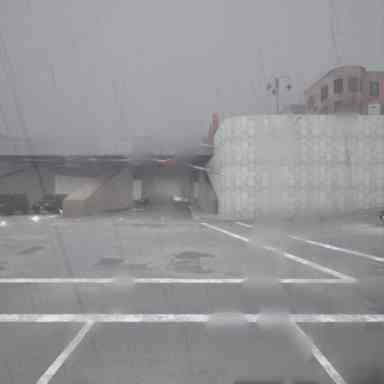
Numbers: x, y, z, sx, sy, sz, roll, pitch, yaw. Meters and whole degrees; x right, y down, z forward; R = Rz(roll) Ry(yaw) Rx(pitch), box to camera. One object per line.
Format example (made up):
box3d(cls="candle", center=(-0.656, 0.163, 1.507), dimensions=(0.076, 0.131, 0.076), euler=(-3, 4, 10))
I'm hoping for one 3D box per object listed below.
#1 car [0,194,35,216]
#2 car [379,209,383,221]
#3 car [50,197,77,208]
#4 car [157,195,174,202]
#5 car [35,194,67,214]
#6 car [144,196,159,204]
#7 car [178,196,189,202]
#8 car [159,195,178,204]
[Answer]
box3d(cls="car", center=(-18.349, 1.219, 33.298), dimensions=(2.150, 2.045, 5.566), euler=(0, 0, -2))
box3d(cls="car", center=(12.783, 0.873, 18.231), dimensions=(4.674, 1.442, 1.812), euler=(-7, 0, -1))
box3d(cls="car", center=(-18.752, 1.487, 48.676), dimensions=(2.128, 1.511, 4.902), euler=(0, 0, -1))
box3d(cls="car", center=(-5.967, 1.500, 75.436), dimensions=(1.837, 1.490, 4.892), euler=(0, 0, 24))
box3d(cls="car", center=(-14.910, 1.220, 35.601), dimensions=(2.150, 2.045, 5.566), euler=(0, 0, -2))
box3d(cls="car", center=(-8.112, 1.547, 65.004), dimensions=(2.033, 1.411, 5.357), euler=(0, 0, 4))
box3d(cls="car", center=(-2.287, 1.524, 75.182), dimensions=(1.812, 1.442, 4.674), euler=(0, 0, 28))
box3d(cls="car", center=(-4.591, 1.491, 65.168), dimensions=(2.128, 1.511, 4.902), euler=(0, 0, 4))
